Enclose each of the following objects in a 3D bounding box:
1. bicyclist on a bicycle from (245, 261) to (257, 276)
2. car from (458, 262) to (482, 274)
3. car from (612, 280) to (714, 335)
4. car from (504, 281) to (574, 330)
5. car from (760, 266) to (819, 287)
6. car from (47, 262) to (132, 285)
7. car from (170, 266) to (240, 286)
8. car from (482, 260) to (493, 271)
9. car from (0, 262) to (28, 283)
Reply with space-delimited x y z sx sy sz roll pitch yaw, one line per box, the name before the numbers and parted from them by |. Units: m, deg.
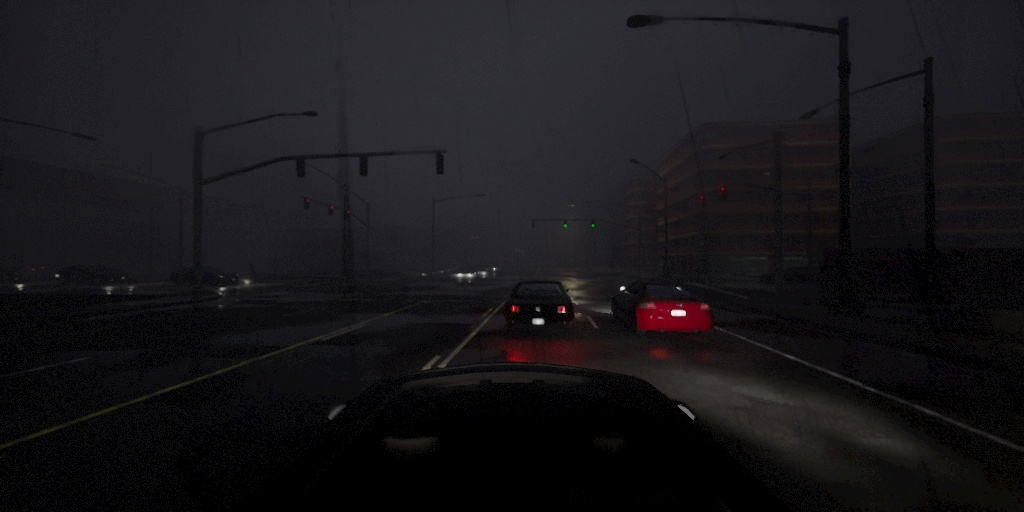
bicyclist on a bicycle | -27.951 1.367 38.384 0.582 1.620 1.656 0 0 4
car | -5.743 1.634 47.375 1.994 1.385 4.181 0 0 6
car | 4.364 1.420 10.978 1.994 1.385 4.181 0 0 5
car | 0.908 1.456 11.654 1.895 1.301 4.718 0 -1 5
car | 21.741 1.542 27.315 5.008 1.535 1.882 0 -1 4
car | -32.277 1.448 27.724 4.892 1.490 1.837 0 -1 4
car | -23.115 1.483 27.009 4.674 1.442 1.812 0 -1 4
car | -4.781 1.627 57.275 1.895 1.301 4.718 0 0 6
car | -42.285 1.407 28.624 5.008 1.535 1.882 0 -1 8
